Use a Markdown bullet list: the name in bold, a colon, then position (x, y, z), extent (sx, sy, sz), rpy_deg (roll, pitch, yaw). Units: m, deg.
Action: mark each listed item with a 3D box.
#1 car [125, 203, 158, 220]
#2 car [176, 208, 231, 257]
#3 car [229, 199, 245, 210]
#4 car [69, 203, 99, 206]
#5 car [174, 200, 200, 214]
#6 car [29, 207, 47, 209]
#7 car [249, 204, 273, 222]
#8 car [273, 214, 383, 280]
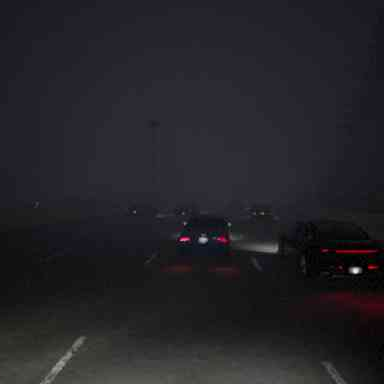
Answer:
- **car**: position (-4.450, 1.661, 29.723), extent (1.994, 1.385, 4.181), rpy_deg (0, 0, 9)
- **car**: position (0.574, 1.603, 13.281), extent (2.033, 1.411, 5.357), rpy_deg (0, 0, 5)
- **car**: position (6.355, 1.743, 47.341), extent (1.812, 1.442, 4.674), rpy_deg (0, 0, 15)
- **car**: position (-12.969, 1.596, 42.420), extent (2.128, 1.511, 4.902), rpy_deg (0, 0, 12)
- **car**: position (-0.380, 1.731, 33.352), extent (1.895, 1.301, 4.718), rpy_deg (0, 0, 10)
- **car**: position (-19.812, 1.431, 43.816), extent (2.097, 1.767, 4.553), rpy_deg (0, 0, 13)
- **car**: position (5.710, 1.684, 27.476), extent (2.033, 1.411, 5.357), rpy_deg (0, 0, 9)
- **car**: position (3.933, 1.565, 10.138), extent (1.837, 1.490, 4.892), rpy_deg (0, 0, 3)
